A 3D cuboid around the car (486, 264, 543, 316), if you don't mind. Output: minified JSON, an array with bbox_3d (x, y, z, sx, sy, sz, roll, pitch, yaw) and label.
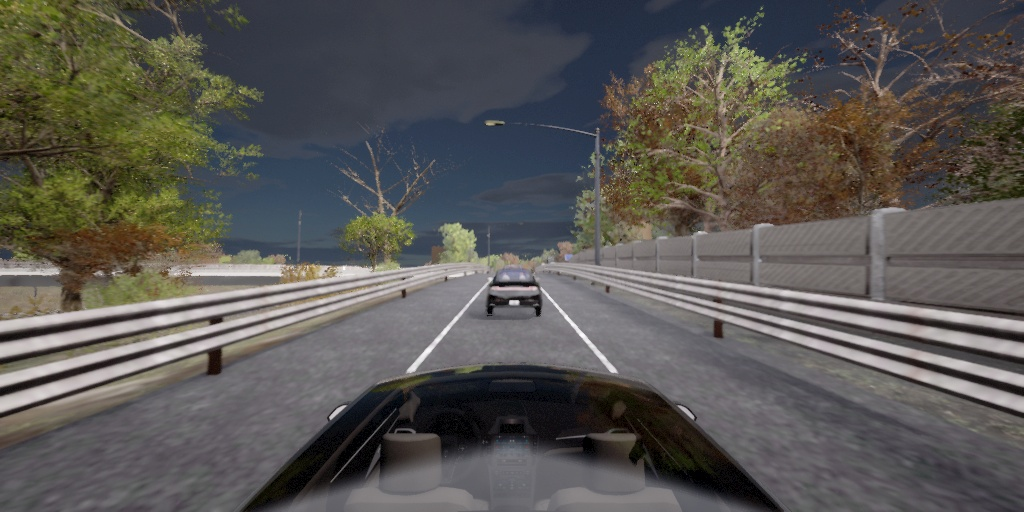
[{"bbox_3d":[0.078,1.202,13.279,2.128,1.511,4.902,0,0,0],"label":"car"}]
